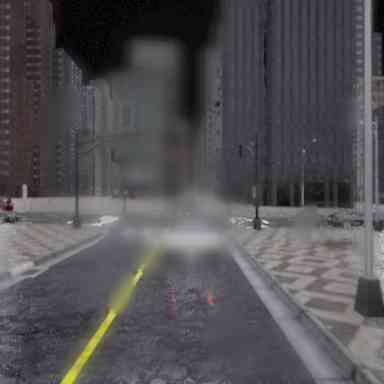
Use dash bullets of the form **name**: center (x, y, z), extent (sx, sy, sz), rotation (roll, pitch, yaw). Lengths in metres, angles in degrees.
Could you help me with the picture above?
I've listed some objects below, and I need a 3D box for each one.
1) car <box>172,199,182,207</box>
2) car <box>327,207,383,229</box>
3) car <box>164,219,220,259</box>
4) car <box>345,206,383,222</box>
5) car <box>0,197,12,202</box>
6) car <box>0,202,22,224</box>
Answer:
- **car**: center (-2.995, 2.214, 68.005), extent (2.033, 1.411, 5.357), rotation (0, -1, 0)
- **car**: center (12.141, 2.015, 24.297), extent (4.313, 1.339, 1.947), rotation (1, -1, 0)
- **car**: center (0.021, 1.733, 13.255), extent (1.895, 1.301, 4.718), rotation (0, -1, 1)
- **car**: center (17.794, 2.166, 32.818), extent (4.403, 1.369, 2.008), rotation (1, -1, 0)
- **car**: center (-20.211, 1.374, 32.744), extent (5.009, 1.841, 2.192), rotation (1, -1, 0)
- **car**: center (-14.768, 1.607, 24.212), extent (4.403, 1.369, 2.008), rotation (1, -1, 0)
